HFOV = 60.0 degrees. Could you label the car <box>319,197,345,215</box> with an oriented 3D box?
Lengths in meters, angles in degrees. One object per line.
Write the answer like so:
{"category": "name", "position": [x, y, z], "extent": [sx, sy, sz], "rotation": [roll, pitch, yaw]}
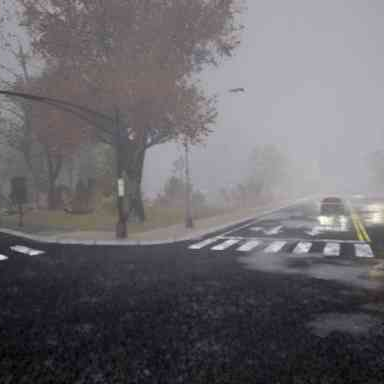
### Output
{"category": "car", "position": [12.344, 1.156, 29.295], "extent": [1.882, 1.535, 5.008], "rotation": [-2, 0, 24]}
